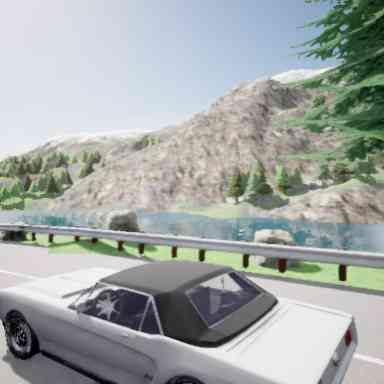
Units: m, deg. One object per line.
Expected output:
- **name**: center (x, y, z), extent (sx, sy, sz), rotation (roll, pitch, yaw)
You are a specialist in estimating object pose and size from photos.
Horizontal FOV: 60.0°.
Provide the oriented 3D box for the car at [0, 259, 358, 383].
- **car**: center (-0.578, 1.596, 4.341), extent (4.718, 1.301, 1.895), rotation (-1, 0, 35)
